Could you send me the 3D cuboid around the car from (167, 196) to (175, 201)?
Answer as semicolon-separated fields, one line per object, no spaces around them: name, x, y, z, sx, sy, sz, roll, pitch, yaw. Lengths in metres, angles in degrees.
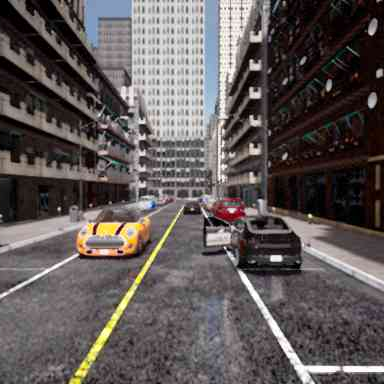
car;-5.325;1.637;84.648;1.887;1.381;4.507;-1;0;0

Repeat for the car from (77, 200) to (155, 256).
car;-2.851;1.368;13.074;2.097;1.767;4.553;0;0;0

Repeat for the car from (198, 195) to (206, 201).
car;2.555;1.618;84.837;1.752;1.417;4.829;-1;0;0

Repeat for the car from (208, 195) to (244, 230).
car;2.553;1.344;23.628;2.192;1.841;5.009;-1;0;0

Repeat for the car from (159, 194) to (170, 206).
car;-5.326;1.507;56.902;1.967;1.590;4.097;-1;0;0

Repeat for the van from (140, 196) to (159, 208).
van;-5.327;1.390;40.255;1.690;1.788;3.998;-1;0;0

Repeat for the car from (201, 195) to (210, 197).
car;2.554;1.495;45.824;1.967;1.590;4.097;-1;0;0

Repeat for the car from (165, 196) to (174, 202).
car;-5.325;1.653;79.099;1.947;1.339;4.313;-1;0;0

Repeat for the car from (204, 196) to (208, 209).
car;2.555;1.574;40.444;1.752;1.417;4.829;-1;0;0

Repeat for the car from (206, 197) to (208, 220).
car;2.554;1.476;29.177;1.967;1.590;4.097;-1;0;0

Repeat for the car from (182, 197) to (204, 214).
car;0.047;1.569;35.656;1.812;1.442;4.674;0;0;1

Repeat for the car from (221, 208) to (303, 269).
car;2.229;1.519;11.223;1.837;1.490;4.892;0;0;0

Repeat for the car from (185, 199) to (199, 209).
car;0.036;1.657;47.592;1.895;1.301;4.718;0;0;0

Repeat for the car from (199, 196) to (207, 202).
car;2.555;1.632;79.118;1.887;1.381;4.507;-1;0;0

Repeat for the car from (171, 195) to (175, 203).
car;-5.328;1.398;73.550;2.192;1.841;5.009;-1;0;0
